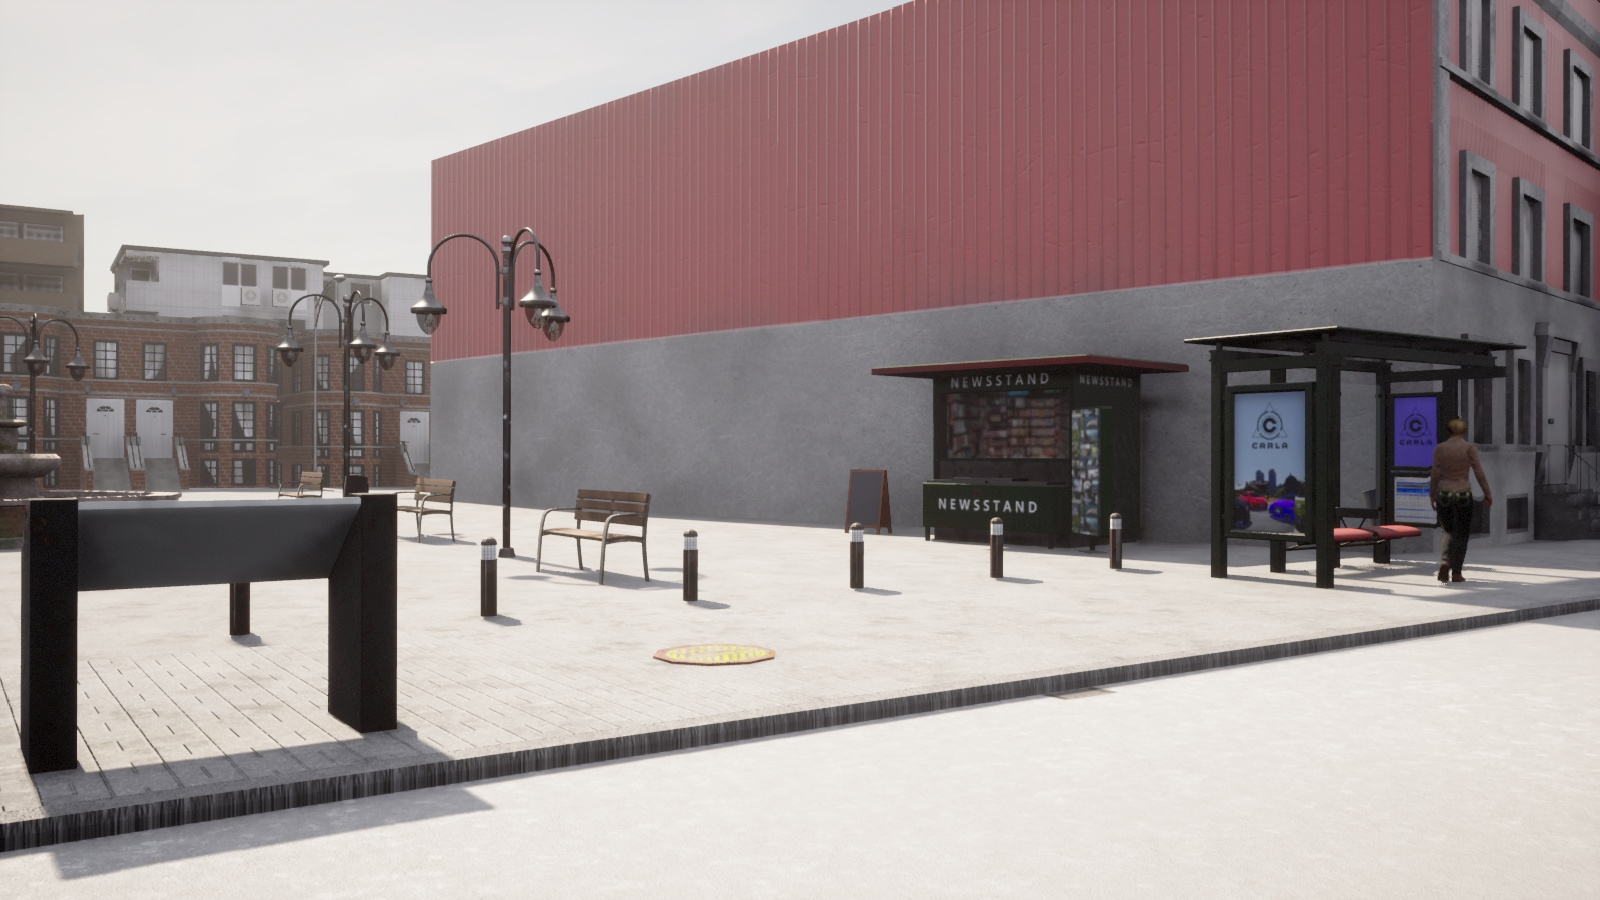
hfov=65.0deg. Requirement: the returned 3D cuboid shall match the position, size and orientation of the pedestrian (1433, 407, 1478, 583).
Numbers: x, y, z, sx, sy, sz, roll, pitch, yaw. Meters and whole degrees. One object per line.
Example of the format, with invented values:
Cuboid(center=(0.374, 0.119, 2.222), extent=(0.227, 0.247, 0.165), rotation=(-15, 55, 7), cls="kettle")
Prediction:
Cuboid(center=(7.035, 0.470, 13.468), extent=(0.331, 1.846, 0.634), rotation=(0, 0, 36), cls="pedestrian")
